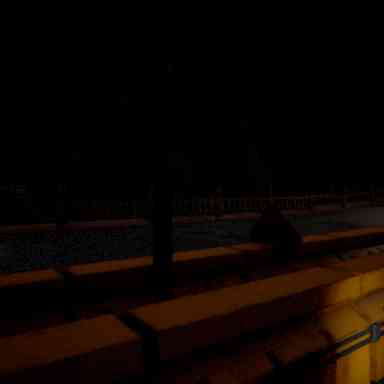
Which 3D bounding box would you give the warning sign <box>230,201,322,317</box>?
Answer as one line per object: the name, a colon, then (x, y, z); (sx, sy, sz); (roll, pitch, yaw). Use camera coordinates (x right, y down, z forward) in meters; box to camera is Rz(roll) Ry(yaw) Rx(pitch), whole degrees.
warning sign: (1.547, 1.114, 6.262); (1.060, 1.860, 1.300); (0, 0, -35)
